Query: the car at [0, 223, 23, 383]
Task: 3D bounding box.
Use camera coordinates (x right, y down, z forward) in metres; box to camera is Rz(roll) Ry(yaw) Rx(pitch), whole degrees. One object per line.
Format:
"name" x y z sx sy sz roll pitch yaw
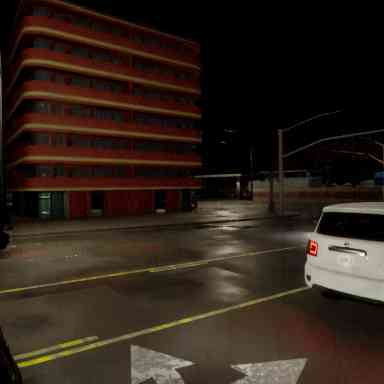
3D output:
"car" -3.667 1.222 1.136 5.566 2.045 2.150 0 0 -35

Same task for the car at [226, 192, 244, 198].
"car" 11.384 0.818 85.098 3.806 1.475 1.970 -1 1 -35

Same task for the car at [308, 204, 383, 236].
"car" 9.174 1.499 18.991 5.357 1.411 2.033 0 0 -35

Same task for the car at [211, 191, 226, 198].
"car" 7.417 0.671 89.324 4.611 1.667 2.242 -1 1 -35

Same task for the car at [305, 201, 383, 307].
"car" 4.775 1.218 7.134 5.566 2.045 2.150 0 0 -35

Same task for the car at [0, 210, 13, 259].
"car" -8.704 1.478 10.679 5.008 1.535 1.882 0 0 -35
